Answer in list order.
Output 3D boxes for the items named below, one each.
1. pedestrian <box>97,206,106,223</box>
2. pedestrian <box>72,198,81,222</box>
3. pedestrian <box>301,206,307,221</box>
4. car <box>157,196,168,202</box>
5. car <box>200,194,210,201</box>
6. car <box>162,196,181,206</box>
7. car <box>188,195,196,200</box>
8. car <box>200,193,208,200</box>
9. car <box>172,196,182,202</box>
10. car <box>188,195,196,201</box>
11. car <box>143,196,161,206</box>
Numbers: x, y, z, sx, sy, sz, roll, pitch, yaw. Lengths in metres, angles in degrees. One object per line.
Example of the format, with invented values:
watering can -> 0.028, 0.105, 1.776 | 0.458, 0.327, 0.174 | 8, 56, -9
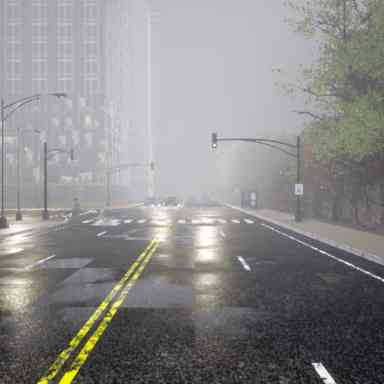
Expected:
pedestrian -> -6.592, 1.566, 24.278 | 0.375, 1.300, 0.375 | 0, 0, 0
pedestrian -> -8.650, 1.286, 24.877 | 0.375, 1.860, 0.375 | 0, 0, 0
pedestrian -> 8.046, 1.514, 23.669 | 0.500, 1.100, 0.500 | 0, 0, 0
car -> -6.460, 1.569, 72.844 | 1.895, 1.301, 4.718 | 0, 0, 0
car -> 3.296, 1.322, 82.777 | 2.097, 1.767, 4.553 | 0, 0, 0
car -> -3.311, 1.458, 53.797 | 1.882, 1.535, 5.008 | 0, 0, 0
car -> 0.051, 1.487, 92.840 | 2.033, 1.411, 5.357 | 0, 0, 0
car -> 3.301, 1.302, 92.808 | 2.097, 1.767, 4.553 | 0, 0, 0
car -> -3.211, 1.526, 73.046 | 1.994, 1.385, 4.181 | 0, 0, 0
car -> 0.046, 1.520, 82.809 | 1.994, 1.385, 4.181 | 0, 0, 0
car -> -6.557, 1.507, 53.505 | 1.812, 1.442, 4.674 | 0, 0, 1
